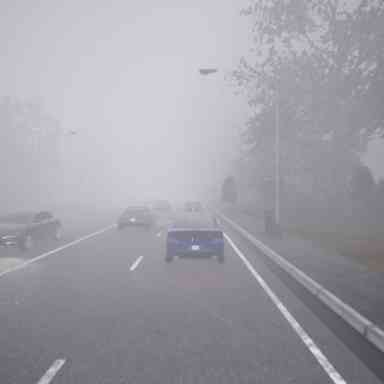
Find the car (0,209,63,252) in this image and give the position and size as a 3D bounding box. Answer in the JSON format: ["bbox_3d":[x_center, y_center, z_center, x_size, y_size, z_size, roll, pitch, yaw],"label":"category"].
[{"bbox_3d":[-7.102,1.513,14.116,1.837,1.490,4.892,0,0,0],"label":"car"}]

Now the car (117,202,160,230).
[{"bbox_3d":[-3.406,1.576,21.161,1.994,1.385,4.181,0,0,0],"label":"car"}]

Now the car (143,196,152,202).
[{"bbox_3d":[-7.058,1.491,56.381,1.812,1.442,4.674,0,0,0],"label":"car"}]

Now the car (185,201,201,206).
[{"bbox_3d":[0.092,1.564,30.561,2.033,1.411,5.357,0,0,0],"label":"car"}]

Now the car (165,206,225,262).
[{"bbox_3d":[0.098,1.484,12.230,1.882,1.535,5.008,0,0,0],"label":"car"}]

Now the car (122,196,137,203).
[{"bbox_3d":[-10.559,1.443,56.406,1.882,1.535,5.008,0,0,0],"label":"car"}]

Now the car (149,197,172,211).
[{"bbox_3d":[-3.410,1.580,38.524,1.994,1.385,4.181,0,0,0],"label":"car"}]
